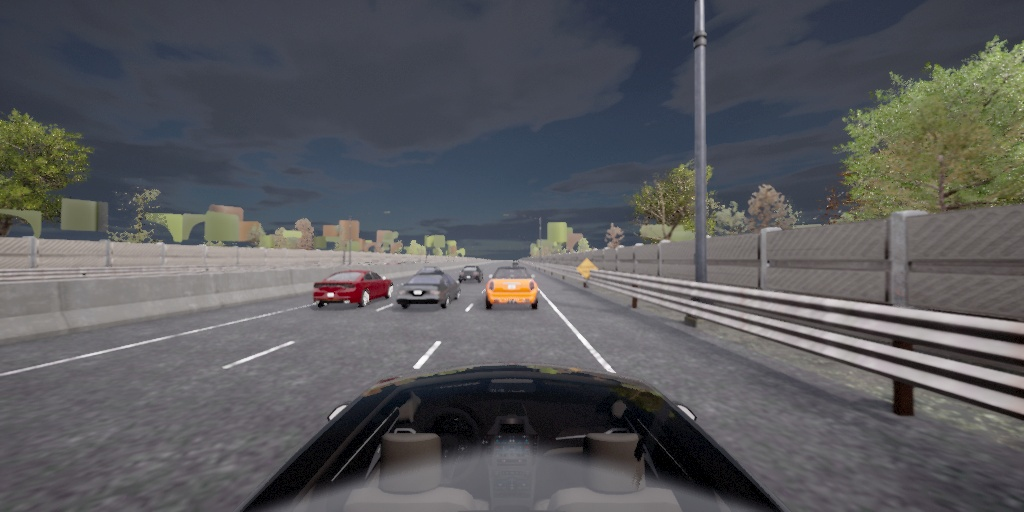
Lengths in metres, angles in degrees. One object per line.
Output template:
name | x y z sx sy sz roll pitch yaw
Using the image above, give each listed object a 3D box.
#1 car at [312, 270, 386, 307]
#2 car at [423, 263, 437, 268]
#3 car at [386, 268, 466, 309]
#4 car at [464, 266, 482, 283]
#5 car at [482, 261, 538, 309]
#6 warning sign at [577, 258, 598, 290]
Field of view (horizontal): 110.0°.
car | -6.997 1.367 16.328 1.882 1.535 5.008 0 0 0
car | -7.004 1.595 31.152 1.994 1.385 4.181 0 0 0
car | -3.503 1.432 15.850 2.033 1.411 5.357 0 -1 0
car | -3.504 1.557 31.229 1.812 1.442 4.674 0 0 0
car | -0.003 1.235 15.937 2.097 1.767 4.553 0 -1 0
warning sign | 4.543 1.055 21.629 1.300 1.860 1.060 0 0 0
